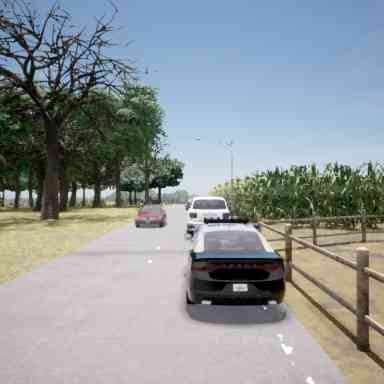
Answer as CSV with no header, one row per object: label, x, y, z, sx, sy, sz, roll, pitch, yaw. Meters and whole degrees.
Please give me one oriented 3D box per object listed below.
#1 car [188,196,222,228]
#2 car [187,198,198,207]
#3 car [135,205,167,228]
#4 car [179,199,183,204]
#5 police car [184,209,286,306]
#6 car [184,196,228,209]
car,0.843,1.314,24.213,2.150,2.045,5.566,0,0,0
car,0.044,1.880,59.192,1.837,1.490,4.892,0,-1,0
car,-2.733,1.608,22.986,1.812,1.442,4.674,0,0,0
car,-2.679,2.695,91.889,1.812,1.442,4.674,0,-2,0
police car,0.830,1.440,8.284,1.930,1.638,5.238,0,0,0
car,0.838,1.280,18.211,2.150,2.045,5.566,0,0,0
